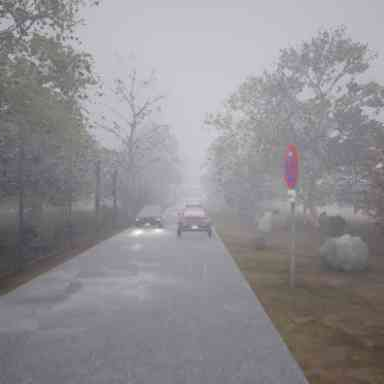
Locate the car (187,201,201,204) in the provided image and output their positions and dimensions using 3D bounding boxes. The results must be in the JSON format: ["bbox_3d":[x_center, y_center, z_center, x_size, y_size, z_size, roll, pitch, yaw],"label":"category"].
[{"bbox_3d":[0.213,1.732,37.211,1.882,1.535,5.008,0,-1,0],"label":"car"}]

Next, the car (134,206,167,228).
[{"bbox_3d":[-2.801,1.677,23.675,2.033,1.411,5.357,0,0,0],"label":"car"}]

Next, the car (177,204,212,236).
[{"bbox_3d":[0.125,1.613,19.051,1.812,1.442,4.674,0,-1,0],"label":"car"}]
